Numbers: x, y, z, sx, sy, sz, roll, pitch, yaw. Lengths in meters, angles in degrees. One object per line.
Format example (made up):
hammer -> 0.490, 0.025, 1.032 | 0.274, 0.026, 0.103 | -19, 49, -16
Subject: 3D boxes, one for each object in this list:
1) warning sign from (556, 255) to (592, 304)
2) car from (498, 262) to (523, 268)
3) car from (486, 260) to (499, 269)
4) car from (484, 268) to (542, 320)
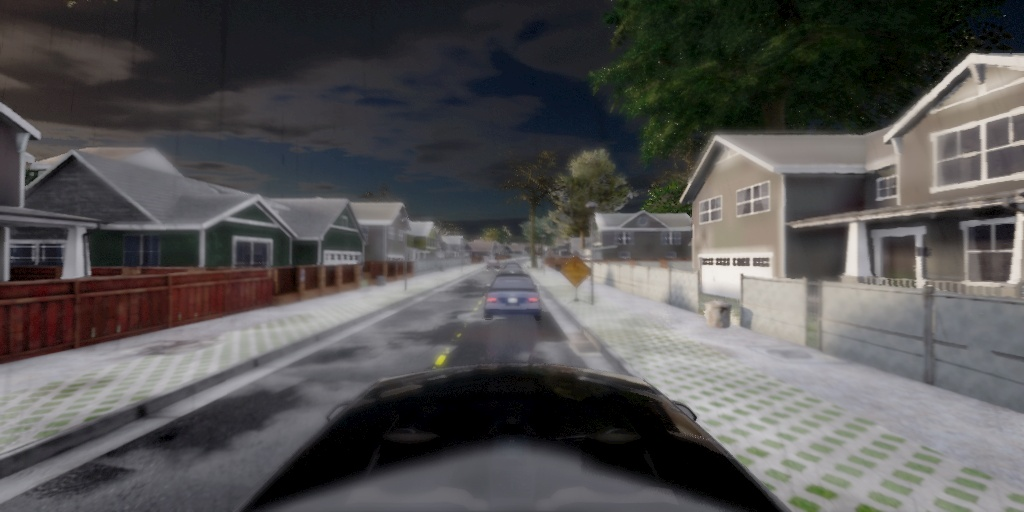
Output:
warning sign -> 2.515, 0.890, 13.969 | 1.300, 1.860, 1.060 | 0, 0, 0
car -> 0.068, 1.341, 32.089 | 1.994, 1.385, 4.181 | 0, 0, 0
car -> -2.755, 1.264, 53.190 | 1.812, 1.442, 4.674 | 0, 0, 1
car -> 0.043, 1.321, 12.773 | 2.033, 1.411, 5.357 | 0, 0, 1
